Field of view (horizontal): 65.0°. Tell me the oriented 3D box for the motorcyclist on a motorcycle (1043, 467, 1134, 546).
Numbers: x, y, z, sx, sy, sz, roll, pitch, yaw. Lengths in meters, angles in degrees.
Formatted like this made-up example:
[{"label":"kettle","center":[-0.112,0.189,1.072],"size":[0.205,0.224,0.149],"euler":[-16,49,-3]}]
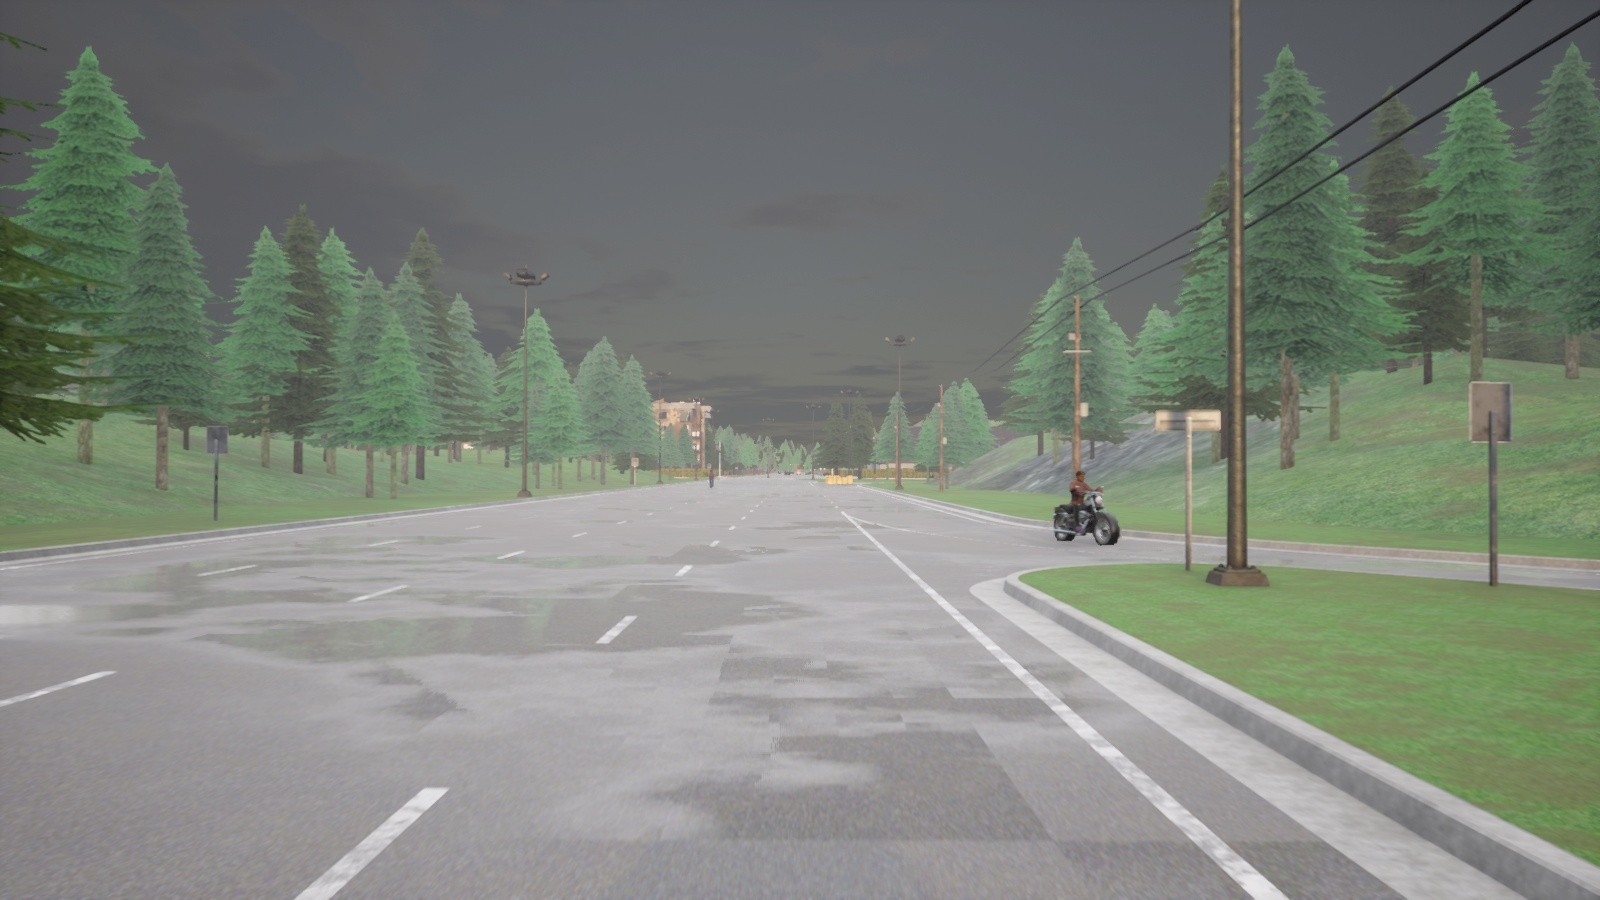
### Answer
[{"label":"motorcyclist on a motorcycle","center":[6.245,1.198,27.342],"size":[0.766,1.649,2.350],"euler":[0,-1,-20]}]
